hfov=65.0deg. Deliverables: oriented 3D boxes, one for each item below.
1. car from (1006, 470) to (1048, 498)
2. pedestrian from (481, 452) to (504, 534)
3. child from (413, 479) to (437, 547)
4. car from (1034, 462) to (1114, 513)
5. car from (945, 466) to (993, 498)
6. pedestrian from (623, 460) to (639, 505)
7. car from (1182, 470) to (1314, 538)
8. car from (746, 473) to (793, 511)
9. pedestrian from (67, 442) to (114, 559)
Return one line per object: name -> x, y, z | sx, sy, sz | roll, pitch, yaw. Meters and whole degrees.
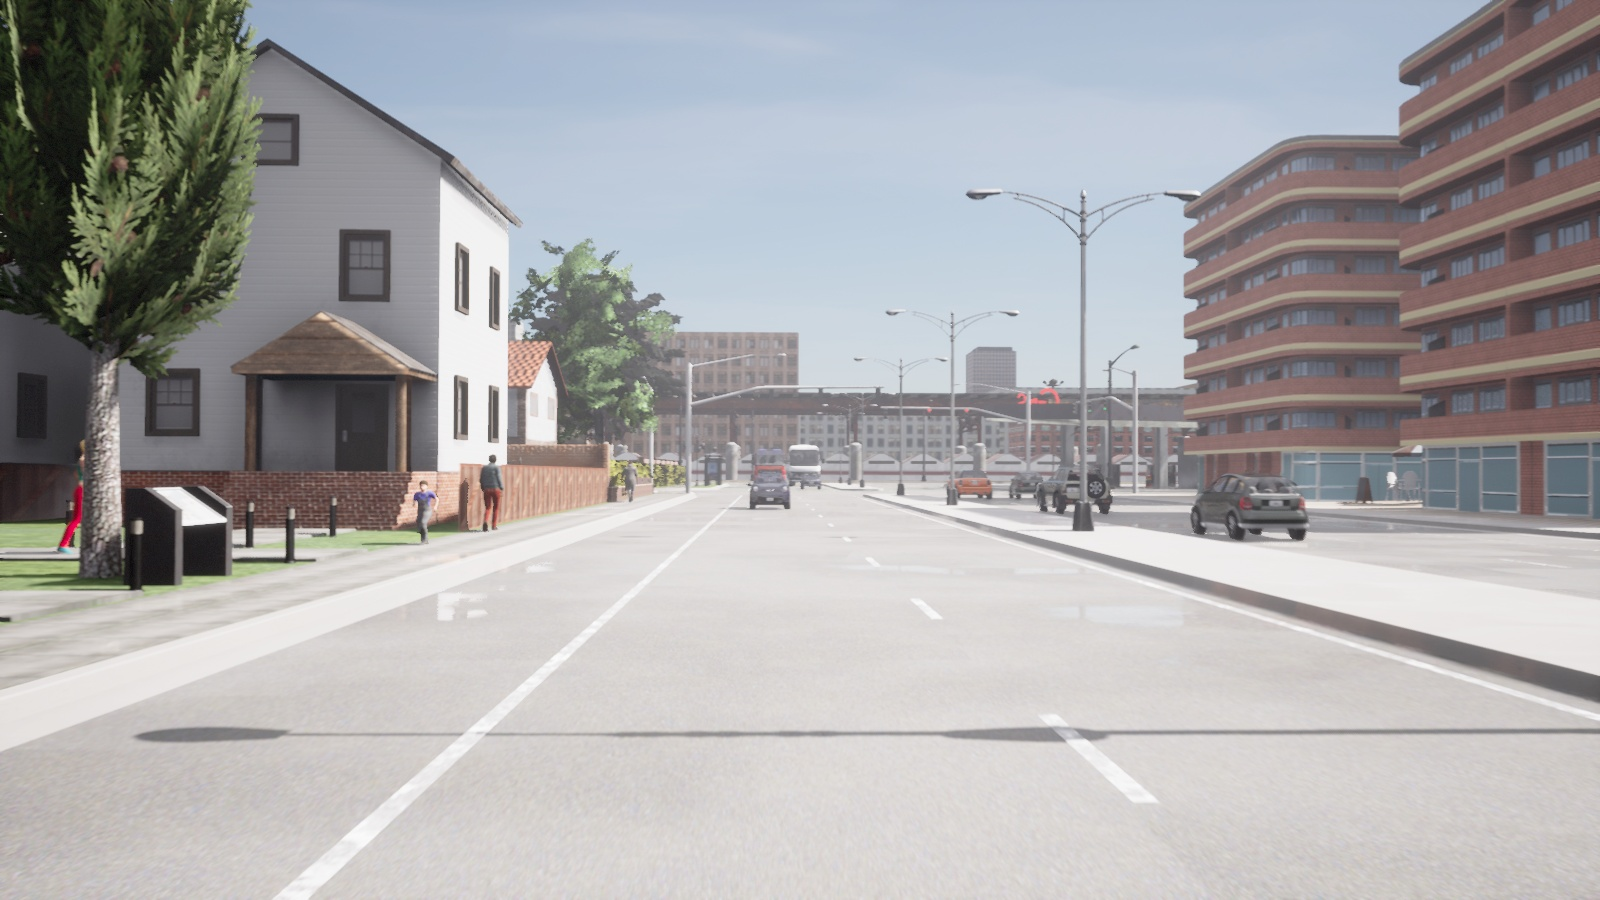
car -> 13.128, 1.956, 72.716 | 1.789, 1.549, 3.705 | 0, -1, 0
pedestrian -> -7.047, 0.981, 28.780 | 0.353, 1.847, 0.614 | 0, -1, 2
child -> -7.016, 1.172, 23.525 | 0.270, 1.263, 0.437 | 0, -1, 8
car -> 10.354, 1.389, 47.835 | 1.932, 1.855, 4.605 | 0, -1, -1
car -> 9.738, 1.849, 72.654 | 2.097, 1.767, 4.553 | 0, -1, -1
pedestrian -> -7.515, 1.434, 55.737 | 0.659, 1.952, 0.873 | 0, -1, -5
car -> 10.783, 1.259, 30.509 | 1.789, 1.549, 3.705 | 0, -1, -1
car -> -1.236, 1.693, 51.353 | 1.845, 1.501, 3.633 | 0, -1, -1
pedestrian -> -11.314, 0.802, 20.032 | 0.594, 1.836, 0.345 | 0, -1, -19
